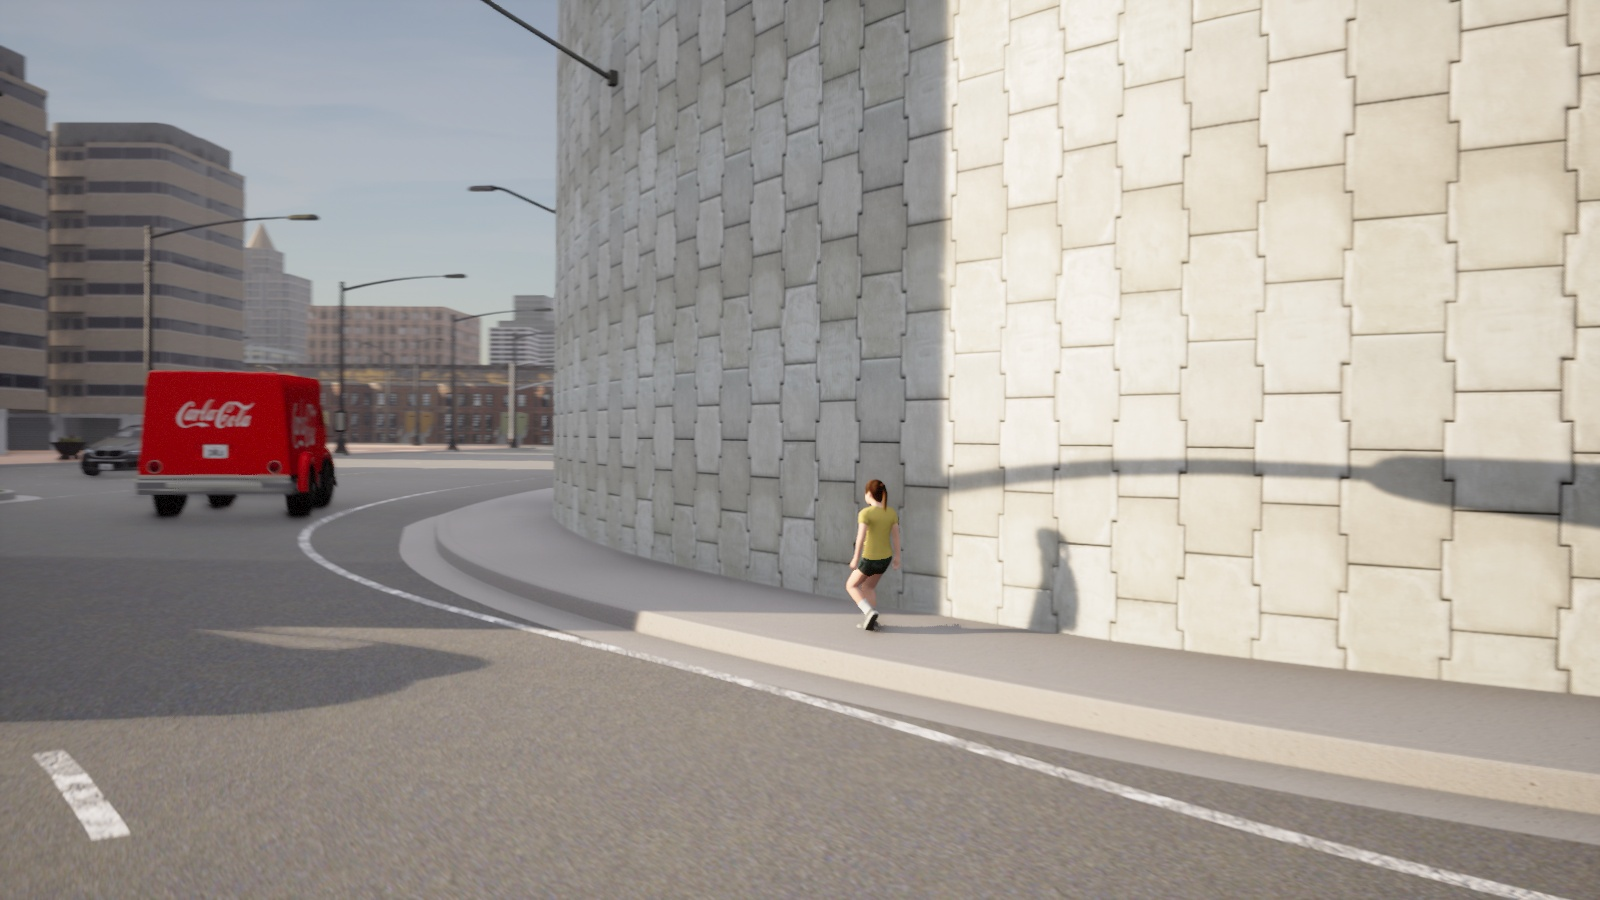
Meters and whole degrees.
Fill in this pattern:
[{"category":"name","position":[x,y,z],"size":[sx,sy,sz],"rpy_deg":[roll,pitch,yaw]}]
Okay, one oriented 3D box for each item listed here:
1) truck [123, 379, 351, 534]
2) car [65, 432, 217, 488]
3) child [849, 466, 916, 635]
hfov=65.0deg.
[{"category":"truck","position":[-10.002,0.065,22.884],"size":[2.627,2.467,5.204],"rpy_deg":[-1,1,-11]},{"category":"car","position":[-20.918,0.285,40.103],"size":[2.242,1.667,4.611],"rpy_deg":[0,1,3]},{"category":"child","position":[0.562,0.668,8.565],"size":[0.255,1.110,0.394],"rpy_deg":[-1,1,-37]}]
